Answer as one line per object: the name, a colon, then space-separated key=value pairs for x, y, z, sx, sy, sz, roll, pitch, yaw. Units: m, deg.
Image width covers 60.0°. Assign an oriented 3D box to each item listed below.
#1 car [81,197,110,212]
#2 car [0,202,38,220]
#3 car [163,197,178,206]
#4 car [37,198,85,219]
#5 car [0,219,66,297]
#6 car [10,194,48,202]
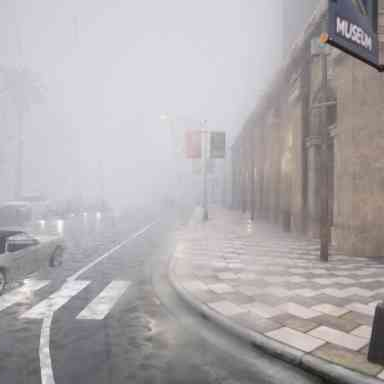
car: x=-11.118 y=1.523 z=39.298 sx=1.812 sy=1.442 sz=4.674 roll=0 pitch=0 yaw=2
car: x=-11.737 y=1.546 z=19.990 sx=2.033 sy=1.411 sz=5.357 roll=0 pitch=0 yaw=1
car: x=-3.456 y=1.585 z=53.020 sx=1.837 sy=1.490 sz=4.892 roll=-1 pitch=0 yaw=6
car: x=-11.467 y=1.523 z=29.414 sx=1.812 sy=1.442 sz=4.674 roll=0 pitch=0 yaw=2
car: x=-4.914 y=1.600 z=8.339 sx=1.895 sy=1.301 sz=4.718 roll=0 pitch=0 yaw=1
car: x=-14.946 y=1.219 z=30.269 sx=2.150 sy=2.045 sz=5.566 roll=0 pitch=0 yaw=2
